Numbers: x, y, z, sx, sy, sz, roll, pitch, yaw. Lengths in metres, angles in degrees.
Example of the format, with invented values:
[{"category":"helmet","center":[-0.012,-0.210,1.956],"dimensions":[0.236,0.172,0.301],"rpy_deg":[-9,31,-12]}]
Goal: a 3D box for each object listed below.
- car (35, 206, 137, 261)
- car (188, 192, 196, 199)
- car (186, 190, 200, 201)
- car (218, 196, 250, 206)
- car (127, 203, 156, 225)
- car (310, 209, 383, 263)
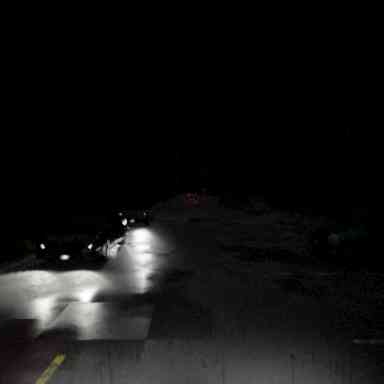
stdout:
[{"category":"car","center":[-3.598,1.445,12.082],"dimensions":[2.033,1.411,5.357],"rpy_deg":[0,0,0]},{"category":"car","center":[-0.046,0.745,77.347],"dimensions":[1.812,1.442,4.674],"rpy_deg":[0,0,0]},{"category":"car","center":[-0.040,0.656,66.945],"dimensions":[2.150,2.045,5.566],"rpy_deg":[0,0,0]},{"category":"car","center":[5.532,1.178,43.931],"dimensions":[4.181,1.381,1.994],"rpy_deg":[0,0,-1]},{"category":"car","center":[-3.563,1.412,22.229],"dimensions":[1.895,1.301,4.718],"rpy_deg":[0,0,0]},{"category":"car","center":[6.037,1.390,10.923],"dimensions":[3.988,1.617,1.851],"rpy_deg":[0,0,-1]}]
